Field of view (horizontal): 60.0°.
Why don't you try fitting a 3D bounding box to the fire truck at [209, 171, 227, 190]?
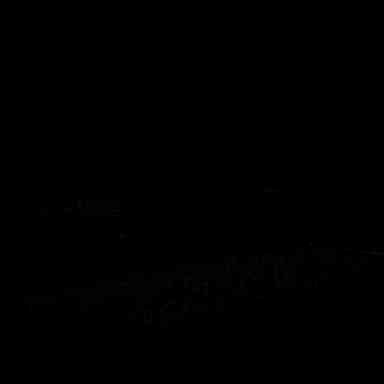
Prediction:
[{"bbox_3d":[1.432,-1.154,49.159,2.891,3.827,8.468,0,3,-35],"label":"fire truck"}]
